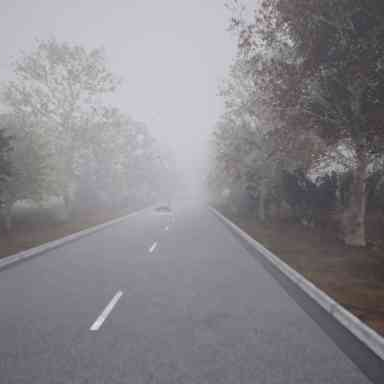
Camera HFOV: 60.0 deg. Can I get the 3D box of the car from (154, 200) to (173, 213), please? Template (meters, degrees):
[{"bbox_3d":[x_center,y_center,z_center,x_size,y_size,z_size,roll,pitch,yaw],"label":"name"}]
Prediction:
[{"bbox_3d":[-3.268,1.622,39.171,2.033,1.411,5.357,0,0,0],"label":"car"}]
